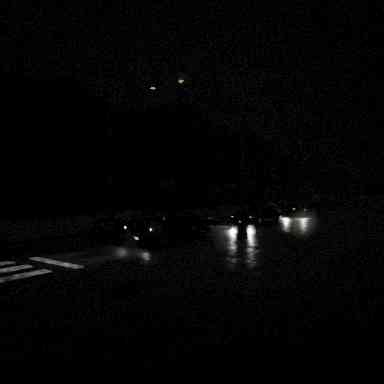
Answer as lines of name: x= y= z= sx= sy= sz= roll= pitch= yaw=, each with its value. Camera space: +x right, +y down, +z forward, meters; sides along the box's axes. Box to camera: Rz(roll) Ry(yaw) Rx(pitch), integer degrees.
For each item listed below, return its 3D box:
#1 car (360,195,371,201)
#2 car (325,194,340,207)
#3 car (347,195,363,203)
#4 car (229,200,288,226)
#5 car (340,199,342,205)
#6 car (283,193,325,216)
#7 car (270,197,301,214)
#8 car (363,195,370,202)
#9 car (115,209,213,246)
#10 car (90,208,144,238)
car: x=42.677 y=1.522 z=81.824 sx=1.887 sy=1.381 sz=4.507 roll=0 pitch=0 yaw=35
car: x=19.803 y=1.254 z=49.306 sx=2.192 sy=1.841 sz=5.009 roll=0 pitch=0 yaw=35
car: x=32.874 y=1.512 z=67.888 sx=1.947 sy=1.339 sz=4.313 roll=0 pitch=0 yaw=35
car: x=4.636 y=1.497 z=23.333 sx=2.033 sy=1.411 sz=5.357 roll=0 pitch=0 yaw=35
car: x=23.072 y=1.503 z=53.952 sx=1.947 sy=1.339 sz=4.313 roll=0 pitch=0 yaw=35
car: x=10.706 y=1.162 z=31.947 sx=2.150 sy=2.045 sz=5.566 roll=0 pitch=0 yaw=35
car: x=9.999 y=1.383 z=35.370 sx=1.967 sy=1.590 sz=4.097 roll=0 pitch=0 yaw=35
car: x=39.312 y=1.490 z=77.040 sx=1.752 sy=1.417 sz=4.829 roll=0 pitch=0 yaw=35
car: x=-0.992 y=1.568 z=15.340 sx=1.895 sy=1.301 sz=4.718 roll=0 pitch=0 yaw=35
car: x=-3.071 y=1.522 z=16.789 sx=2.008 sy=1.369 sz=4.403 roll=0 pitch=0 yaw=35
